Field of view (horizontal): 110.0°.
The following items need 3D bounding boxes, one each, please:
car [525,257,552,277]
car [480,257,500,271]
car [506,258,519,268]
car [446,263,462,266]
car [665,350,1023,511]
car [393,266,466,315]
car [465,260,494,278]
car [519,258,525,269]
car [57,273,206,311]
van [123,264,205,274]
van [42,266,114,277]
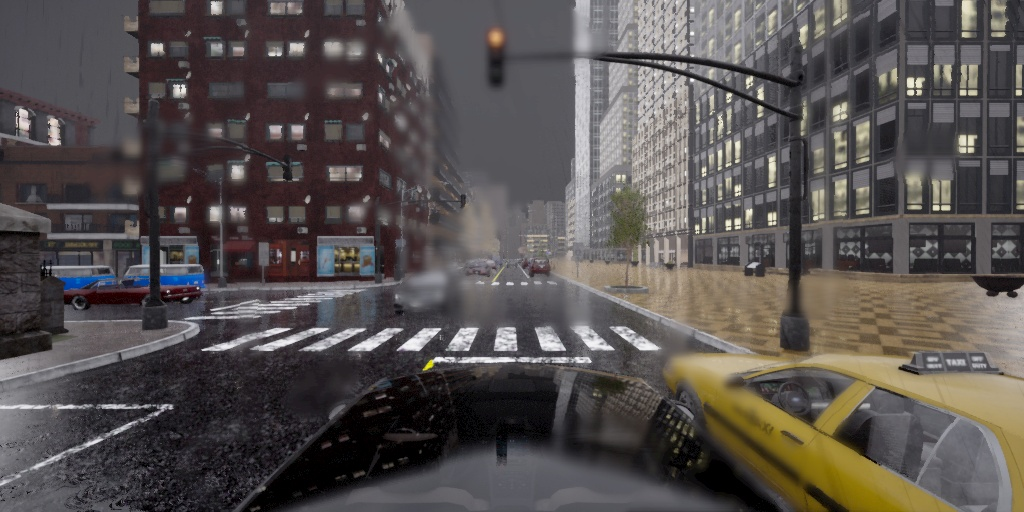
[{"bbox_3d":[2.698,1.074,34.707,2.192,1.841,5.009,0,0,0],"label":"car"},{"bbox_3d":[-3.092,1.300,50.293,1.812,1.442,4.674,0,0,0],"label":"car"},{"bbox_3d":[0.016,1.286,63.484,2.128,1.511,4.902,0,0,0],"label":"car"},{"bbox_3d":[-5.681,1.310,34.709,2.007,1.370,4.403,0,0,0],"label":"car"},{"bbox_3d":[2.689,1.275,2.465,1.751,1.417,4.829,0,0,0],"label":"car"},{"bbox_3d":[-3.106,1.325,14.003,1.812,1.442,4.674,0,0,0],"label":"car"},{"bbox_3d":[-3.091,1.323,34.246,1.994,1.385,4.181,0,0,0],"label":"car"},{"bbox_3d":[2.705,1.099,56.812,2.192,1.841,5.009,0,0,0],"label":"car"},{"bbox_3d":[-16.544,1.603,15.719,4.718,1.301,1.895,-1,0,-1],"label":"car"},{"bbox_3d":[-20.762,1.391,21.473,3.998,1.789,1.690,0,0,-1],"label":"van"},{"bbox_3d":[-26.300,1.481,21.424,3.998,1.789,1.690,0,0,-1],"label":"van"}]
